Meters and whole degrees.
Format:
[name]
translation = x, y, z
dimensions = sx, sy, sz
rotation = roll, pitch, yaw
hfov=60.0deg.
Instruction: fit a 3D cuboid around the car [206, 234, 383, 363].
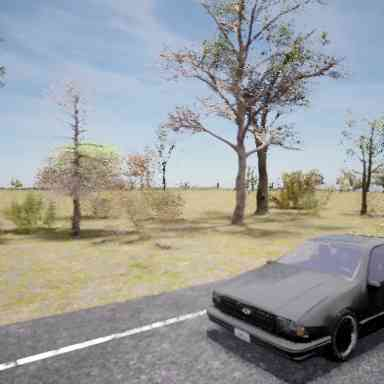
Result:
[car]
translation = 2.843, 1.523, 6.023
dimensions = 5.357, 1.411, 2.033
rotation = 0, 0, -35
